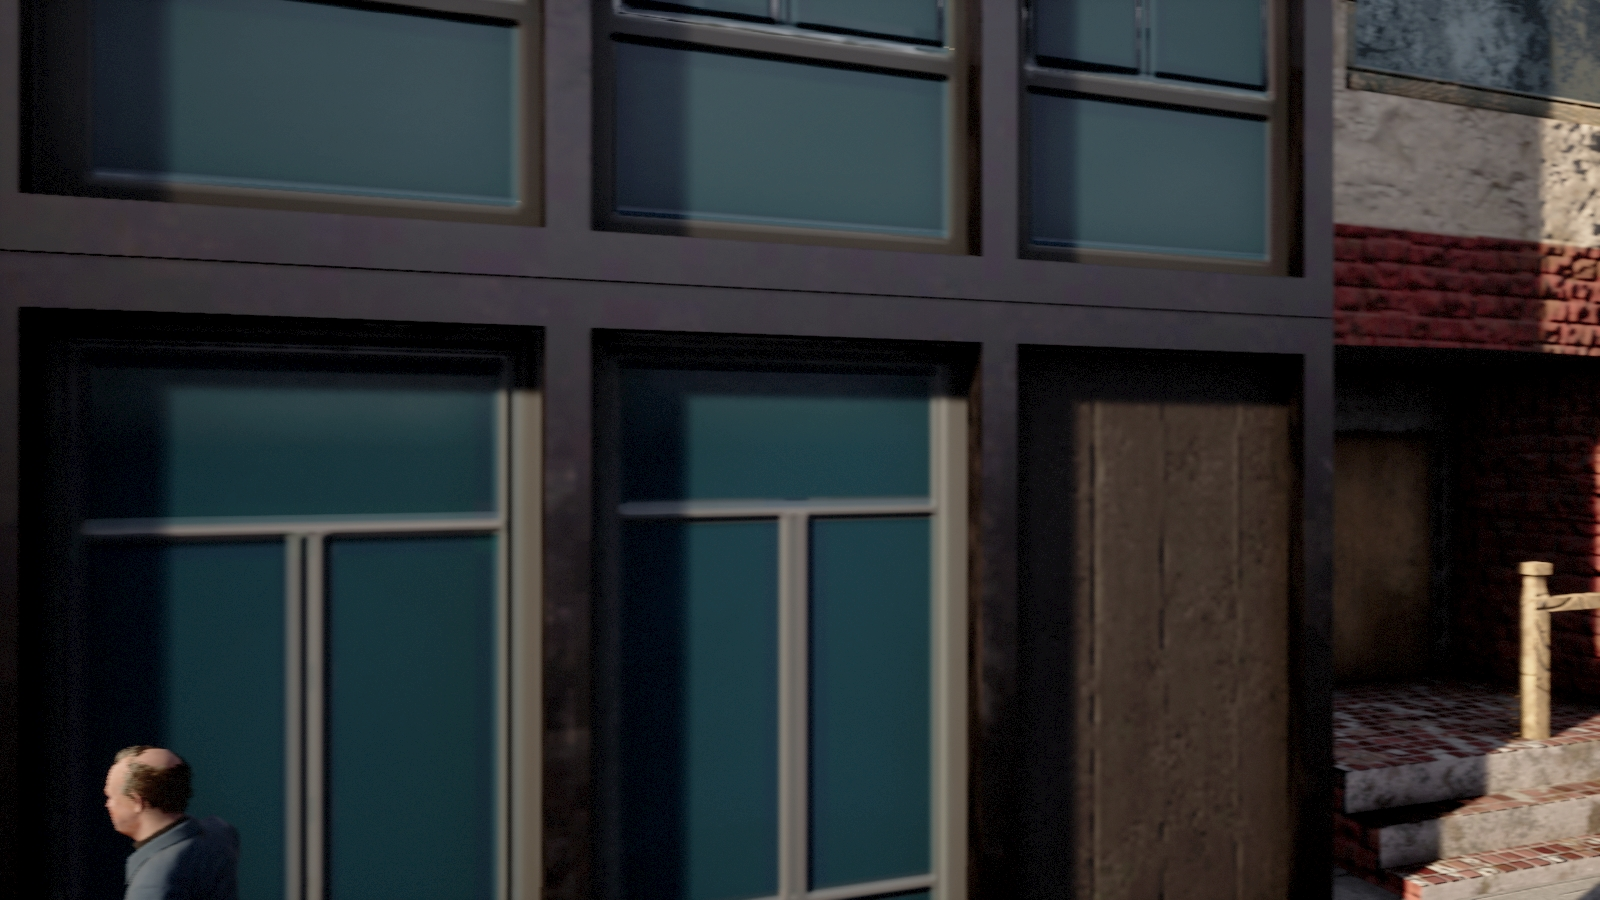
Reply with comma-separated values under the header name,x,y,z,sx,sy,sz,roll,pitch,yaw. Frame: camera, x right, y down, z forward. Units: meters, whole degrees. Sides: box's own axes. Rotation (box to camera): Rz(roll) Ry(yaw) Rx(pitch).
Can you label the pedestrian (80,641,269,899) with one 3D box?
name,x,y,z,sx,sy,sz,roll,pitch,yaw
pedestrian,-1.814,1.524,3.345,0.375,1.860,0.375,0,0,-8
